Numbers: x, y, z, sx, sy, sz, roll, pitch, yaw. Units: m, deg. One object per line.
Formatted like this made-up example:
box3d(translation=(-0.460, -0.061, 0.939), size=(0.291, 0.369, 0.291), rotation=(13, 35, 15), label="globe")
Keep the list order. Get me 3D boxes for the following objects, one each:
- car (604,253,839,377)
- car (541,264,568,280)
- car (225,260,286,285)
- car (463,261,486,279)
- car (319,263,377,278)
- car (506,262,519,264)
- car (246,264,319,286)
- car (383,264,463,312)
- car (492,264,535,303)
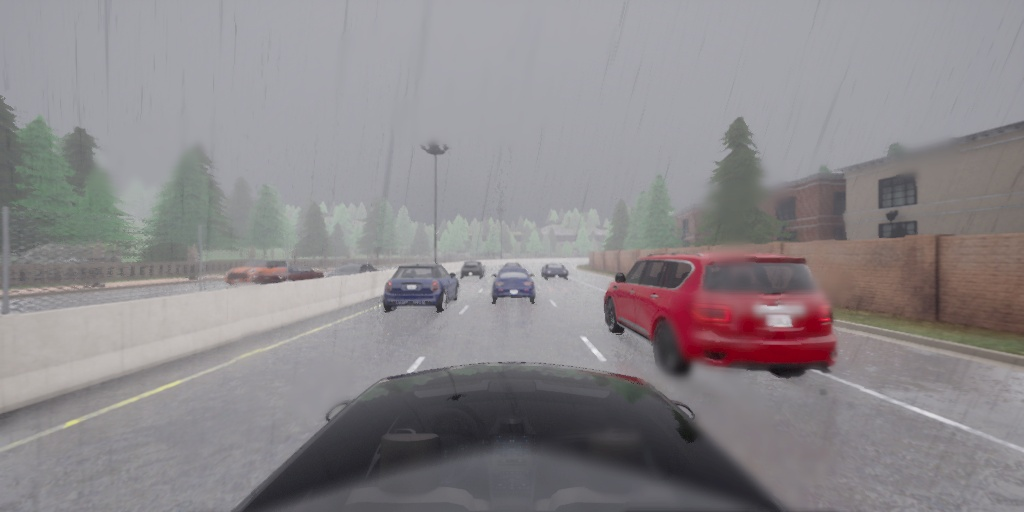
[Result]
box3d(translation=(3.593, 0.964, 7.487), size=(2.150, 2.045, 5.566), rotation=(0, 0, 0), label="car")
box3d(translation=(3.550, 1.314, 30.661), size=(1.895, 1.301, 4.718), rotation=(0, 0, 0), label="car")
box3d(translation=(-17.638, 1.071, 25.239), size=(2.097, 1.767, 4.553), rotation=(0, 0, 0), label="car")
box3d(translation=(-3.453, 1.216, 32.252), size=(1.837, 1.490, 4.892), rotation=(0, 0, 0), label="car")
box3d(translation=(-10.637, 1.225, 24.171), size=(1.837, 1.490, 4.892), rotation=(0, 0, 0), label="car")
box3d(translation=(0.046, 1.274, 32.827), size=(1.994, 1.385, 4.181), rotation=(0, 0, 0), label="car")
box3d(translation=(-14.137, 1.323, 22.895), size=(1.895, 1.301, 4.718), rotation=(0, 0, 0), label="car")
box3d(translation=(-3.420, 1.085, 14.321), size=(2.097, 1.767, 4.553), rotation=(0, 0, 0), label="car")
box3d(translation=(0.060, 1.257, 16.556), size=(1.812, 1.442, 4.674), rotation=(0, 0, 0), label="car")
